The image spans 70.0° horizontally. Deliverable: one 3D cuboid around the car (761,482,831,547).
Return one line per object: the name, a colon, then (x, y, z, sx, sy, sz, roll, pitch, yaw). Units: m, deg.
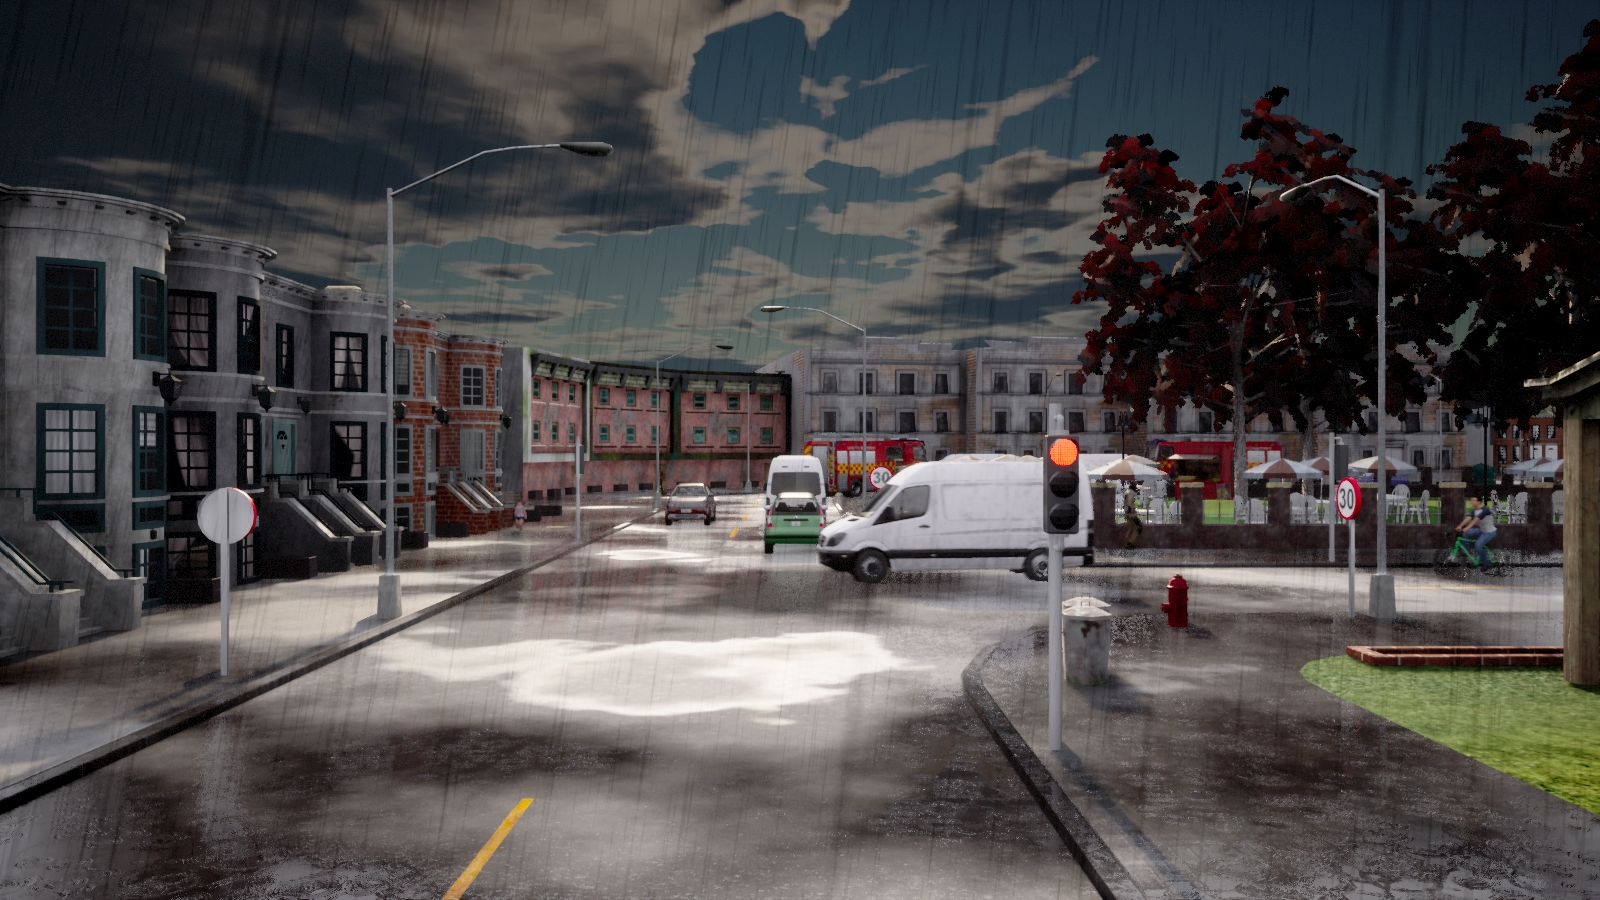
car: (-0.119, 1.779, 32.373, 1.851, 1.617, 3.988, 0, 0, 0)

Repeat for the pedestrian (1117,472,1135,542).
pedestrian: (8.711, 1.517, 30.546, 0.375, 1.860, 0.375, 0, 0, -1)

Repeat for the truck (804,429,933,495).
truck: (4.295, 0.672, 70.228, 8.468, 3.827, 2.891, 0, 0, -43)

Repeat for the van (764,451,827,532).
van: (-0.147, 1.315, 39.074, 1.988, 2.561, 5.915, 0, 0, 0)

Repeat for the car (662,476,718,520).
car: (-4.154, 1.806, 43.645, 1.789, 1.549, 3.705, 0, 0, 0)

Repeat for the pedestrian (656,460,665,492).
pedestrian: (-8.196, 1.525, 67.164, 0.375, 1.860, 0.375, 0, 0, 25)

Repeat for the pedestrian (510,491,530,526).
pedestrian: (-9.105, 1.904, 37.184, 0.500, 1.100, 0.500, 0, 0, 1)

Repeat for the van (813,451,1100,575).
van: (3.318, 1.315, 24.955, 5.915, 2.561, 1.988, 0, 0, -5)
